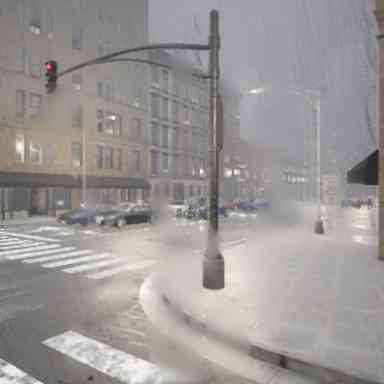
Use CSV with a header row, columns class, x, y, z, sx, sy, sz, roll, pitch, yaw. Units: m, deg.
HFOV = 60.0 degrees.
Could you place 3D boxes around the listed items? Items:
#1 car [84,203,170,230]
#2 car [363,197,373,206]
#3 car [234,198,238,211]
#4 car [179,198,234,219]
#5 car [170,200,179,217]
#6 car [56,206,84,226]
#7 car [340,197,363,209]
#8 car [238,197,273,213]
class,x,y,z,sx,sy,sz,roll,pitch,yaw
car,-3.894,1.424,20.823,2.128,1.511,4.902,0,0,35
car,28.927,1.514,55.747,1.994,1.385,4.181,0,0,35
car,5.112,1.398,39.211,1.882,1.535,5.008,0,0,35
car,1.300,1.282,28.187,2.097,1.767,4.553,0,0,35
car,-0.930,1.448,30.665,1.812,1.442,4.674,0,0,35
car,-6.458,1.471,22.828,2.033,1.411,5.357,0,0,35
car,21.719,1.471,45.524,1.812,1.442,4.674,0,-1,35
car,7.301,1.407,36.677,1.882,1.535,5.008,0,0,35
